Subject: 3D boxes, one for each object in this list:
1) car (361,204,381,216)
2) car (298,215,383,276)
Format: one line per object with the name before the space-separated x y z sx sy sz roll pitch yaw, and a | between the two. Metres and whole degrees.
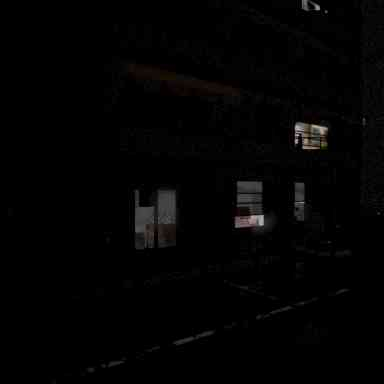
car | 16.069 1.803 33.183 2.128 1.511 4.902 0 -1 -36
car | 5.071 1.582 10.257 4.206 1.307 1.802 0 0 -36
